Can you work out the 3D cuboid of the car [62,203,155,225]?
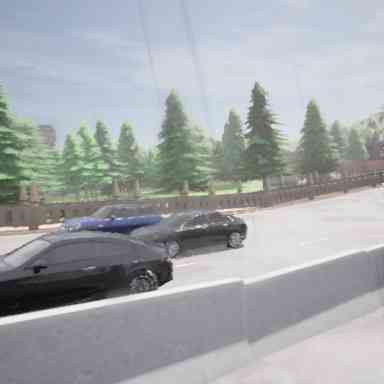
[{"bbox_3d":[-3.403,1.340,14.460,4.553,1.767,2.097,-1,1,-35],"label":"car"}]

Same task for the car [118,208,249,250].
[{"bbox_3d":[-0.011,1.466,12.580,4.892,1.490,1.837,-1,1,-35],"label":"car"}]

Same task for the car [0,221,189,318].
[{"bbox_3d":[-2.544,1.529,6.490,4.674,1.442,1.812,0,0,-35],"label":"car"}]
